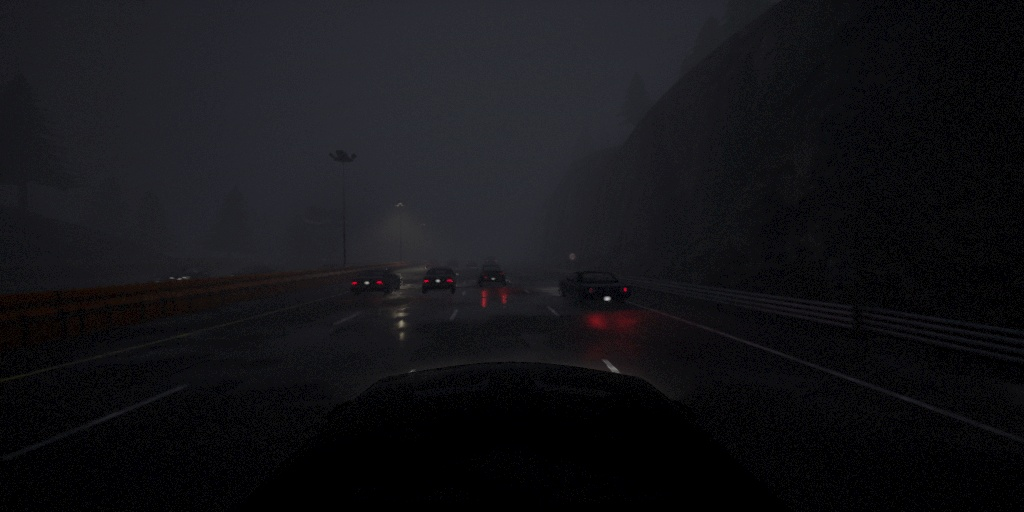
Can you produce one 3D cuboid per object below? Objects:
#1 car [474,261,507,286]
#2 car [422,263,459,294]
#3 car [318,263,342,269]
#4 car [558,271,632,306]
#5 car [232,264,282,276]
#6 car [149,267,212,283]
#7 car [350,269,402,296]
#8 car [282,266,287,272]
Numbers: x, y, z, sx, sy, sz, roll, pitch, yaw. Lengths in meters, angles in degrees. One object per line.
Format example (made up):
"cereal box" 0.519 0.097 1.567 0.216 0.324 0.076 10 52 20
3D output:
"car" -1.526 1.305 25.628 1.812 1.442 4.674 -1 0 -8
"car" -4.228 1.369 21.222 2.033 1.411 5.357 -1 0 -8
"car" -22.043 1.611 43.445 1.837 1.490 4.892 -1 0 -8
"car" 3.340 1.301 15.513 1.895 1.301 4.718 -1 0 -5
"car" -24.170 1.617 33.781 1.882 1.535 5.008 -1 0 -8
"car" -27.036 1.675 29.407 2.128 1.511 4.902 -1 0 -8
"car" -7.680 1.423 20.586 2.033 1.411 5.357 -1 0 -8
"car" -33.586 1.840 50.132 2.033 1.411 5.357 -1 0 -7
